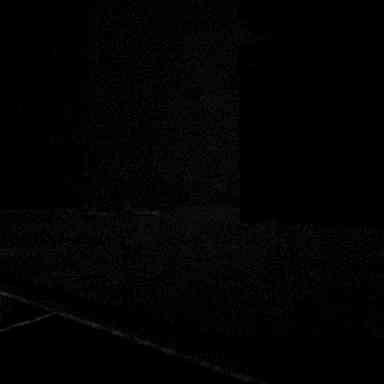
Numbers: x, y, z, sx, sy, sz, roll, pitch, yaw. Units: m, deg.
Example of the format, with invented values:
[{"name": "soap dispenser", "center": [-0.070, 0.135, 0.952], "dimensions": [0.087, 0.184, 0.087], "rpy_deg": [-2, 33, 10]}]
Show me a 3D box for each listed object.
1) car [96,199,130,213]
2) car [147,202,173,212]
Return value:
[{"name": "car", "center": [-12.086, 2.112, 51.552], "dimensions": [2.150, 2.045, 5.566], "rpy_deg": [0, -2, 36]}, {"name": "car", "center": [-5.290, 2.480, 55.402], "dimensions": [1.882, 1.535, 5.008], "rpy_deg": [-1, -2, 36]}]
